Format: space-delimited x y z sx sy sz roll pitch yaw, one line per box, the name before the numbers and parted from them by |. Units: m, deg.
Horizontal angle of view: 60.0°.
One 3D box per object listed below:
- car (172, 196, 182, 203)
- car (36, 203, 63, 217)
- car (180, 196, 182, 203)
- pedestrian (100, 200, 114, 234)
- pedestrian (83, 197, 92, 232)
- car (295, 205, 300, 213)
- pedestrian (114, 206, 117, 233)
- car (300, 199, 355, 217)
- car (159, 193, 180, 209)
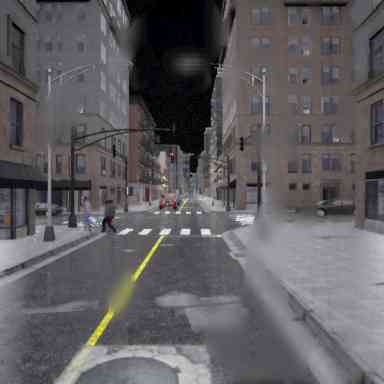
car | -3.005 1.528 69.484 1.895 1.301 4.718 0 0 0
car | -14.628 1.703 31.820 4.403 1.369 2.008 -1 0 0
car | -3.095 1.177 55.104 2.150 2.045 5.566 0 1 0
pedestrian | -4.543 1.291 17.742 0.375 1.860 0.375 0 0 0
pedestrian | -5.402 1.139 17.160 0.375 1.860 0.375 0 0 0
car | 12.135 1.434 31.632 4.507 1.381 1.887 -1 0 0
pedestrian | -4.416 1.291 18.365 0.375 1.860 0.375 0 0 0
car | 12.422 1.352 28.888 5.008 1.535 1.882 -1 0 -1
car | -3.101 1.201 44.523 2.150 2.045 5.566 0 0 0
